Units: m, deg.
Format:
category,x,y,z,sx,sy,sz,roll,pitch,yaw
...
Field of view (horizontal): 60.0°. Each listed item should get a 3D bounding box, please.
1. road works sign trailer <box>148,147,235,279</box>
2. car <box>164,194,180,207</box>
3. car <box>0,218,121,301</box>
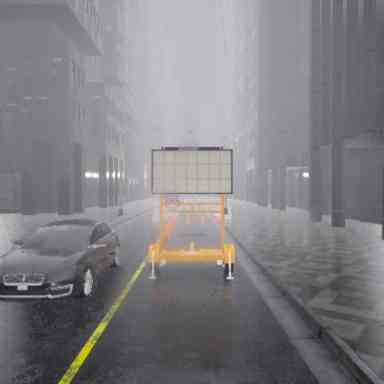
category,x,y,z,sx,sy,sz,roll,pitch,yaw
road works sign trailer,0.006,0.459,9.993,2.380,3.560,2.880,0,0,1
car,-3.013,1.156,50.190,2.150,2.045,5.566,0,0,0
car,-3.104,1.500,8.516,1.837,1.490,4.892,0,0,0
